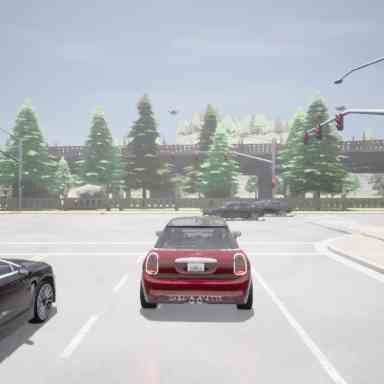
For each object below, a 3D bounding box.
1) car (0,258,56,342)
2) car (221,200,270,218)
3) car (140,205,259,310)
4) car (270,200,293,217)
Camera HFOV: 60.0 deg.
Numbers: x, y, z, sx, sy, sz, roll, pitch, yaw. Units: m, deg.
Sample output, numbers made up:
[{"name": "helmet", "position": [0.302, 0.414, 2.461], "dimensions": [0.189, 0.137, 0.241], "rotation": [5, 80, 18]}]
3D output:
[{"name": "car", "position": [-3.434, 1.492, 4.259], "dimensions": [2.128, 1.511, 4.902], "rotation": [0, 0, 0]}, {"name": "car", "position": [3.138, 1.450, 25.632], "dimensions": [4.892, 1.490, 1.837], "rotation": [0, -1, -11]}, {"name": "car", "position": [0.146, 1.352, 8.010], "dimensions": [2.097, 1.767, 4.553], "rotation": [0, 0, 2]}, {"name": "car", "position": [6.529, 1.438, 29.924], "dimensions": [4.902, 1.511, 2.128], "rotation": [0, 0, 1]}]
